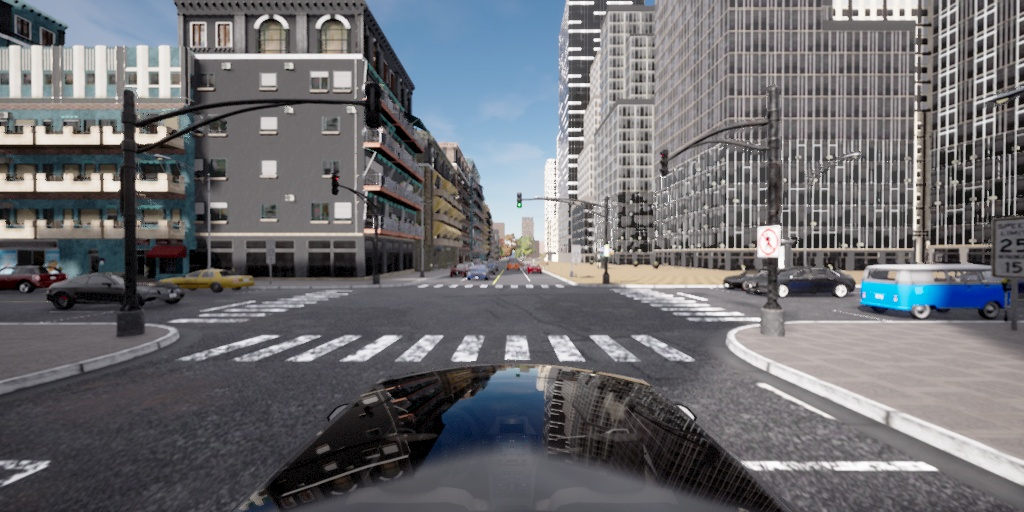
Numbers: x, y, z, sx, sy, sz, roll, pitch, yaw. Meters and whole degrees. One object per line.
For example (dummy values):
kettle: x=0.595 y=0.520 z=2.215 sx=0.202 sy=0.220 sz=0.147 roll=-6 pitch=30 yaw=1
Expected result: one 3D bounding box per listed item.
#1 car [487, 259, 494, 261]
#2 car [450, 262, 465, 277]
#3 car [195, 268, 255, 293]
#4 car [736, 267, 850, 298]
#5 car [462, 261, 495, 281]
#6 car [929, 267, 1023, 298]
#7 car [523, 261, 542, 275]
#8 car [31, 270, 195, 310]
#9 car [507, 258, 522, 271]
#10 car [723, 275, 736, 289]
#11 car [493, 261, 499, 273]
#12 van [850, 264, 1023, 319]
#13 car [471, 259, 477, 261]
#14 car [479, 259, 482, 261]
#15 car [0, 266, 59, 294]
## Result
car: x=-2.978 y=1.570 z=53.818 sx=2.128 sy=1.511 sz=4.902 roll=0 pitch=0 yaw=0
car: x=-5.612 y=1.527 z=39.010 sx=1.888 sy=1.381 sz=4.507 roll=0 pitch=0 yaw=0
car: x=-17.842 y=1.369 z=20.953 sx=4.829 sy=1.417 sz=1.751 roll=0 pitch=0 yaw=0
car: x=14.627 y=1.301 z=18.340 sx=4.892 sy=1.490 sz=1.837 roll=0 pitch=0 yaw=0
car: x=-3.033 y=1.496 z=33.565 sx=2.033 sy=1.411 sz=5.357 roll=0 pitch=0 yaw=0
car: x=24.699 y=1.304 z=18.333 sx=4.674 sy=1.442 sz=1.812 roll=0 pitch=0 yaw=0
car: x=2.748 y=1.564 z=44.698 sx=1.888 sy=1.381 sz=4.507 roll=0 pitch=0 yaw=0
car: x=-16.661 y=1.417 z=15.156 sx=4.674 sy=1.442 sz=1.812 roll=0 pitch=0 yaw=0
car: x=0.221 y=1.466 z=59.270 sx=2.097 sy=1.767 sz=4.553 roll=0 pitch=0 yaw=0
car: x=14.716 y=1.340 z=20.937 sx=4.313 sy=1.339 sz=1.948 roll=0 pitch=0 yaw=0
car: x=-3.009 y=1.576 z=43.598 sx=1.994 sy=1.385 sz=4.181 roll=0 pitch=0 yaw=0
van: x=14.711 y=1.187 z=12.556 sx=3.998 sy=1.789 sz=1.690 roll=0 pitch=0 yaw=0
car: x=-5.600 y=1.458 z=44.659 sx=1.967 sy=1.591 sz=4.097 roll=0 pitch=0 yaw=0
car: x=-5.576 y=1.407 z=55.957 sx=2.192 sy=1.841 sz=5.009 roll=0 pitch=0 yaw=0
car: x=-28.740 y=1.311 z=20.959 sx=4.097 sy=1.591 sz=1.967 roll=0 pitch=0 yaw=0
